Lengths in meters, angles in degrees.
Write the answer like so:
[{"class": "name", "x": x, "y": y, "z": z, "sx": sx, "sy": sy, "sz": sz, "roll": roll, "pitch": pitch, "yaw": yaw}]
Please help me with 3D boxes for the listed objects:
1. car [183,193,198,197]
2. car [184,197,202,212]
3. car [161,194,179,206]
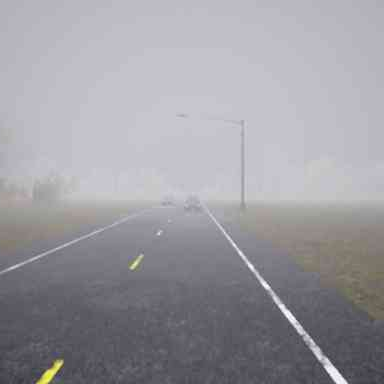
[{"class": "car", "x": 0.113, "y": 1.199, "z": 48.730, "sx": 2.097, "sy": 1.767, "sz": 4.553, "roll": 0, "pitch": 0, "yaw": 0}, {"class": "car", "x": 0.110, "y": 1.489, "z": 36.043, "sx": 1.895, "sy": 1.301, "sz": 4.718, "roll": 0, "pitch": 0, "yaw": 0}, {"class": "car", "x": -3.552, "y": 1.391, "z": 49.819, "sx": 2.033, "sy": 1.411, "sz": 5.357, "roll": 0, "pitch": 0, "yaw": 0}]
